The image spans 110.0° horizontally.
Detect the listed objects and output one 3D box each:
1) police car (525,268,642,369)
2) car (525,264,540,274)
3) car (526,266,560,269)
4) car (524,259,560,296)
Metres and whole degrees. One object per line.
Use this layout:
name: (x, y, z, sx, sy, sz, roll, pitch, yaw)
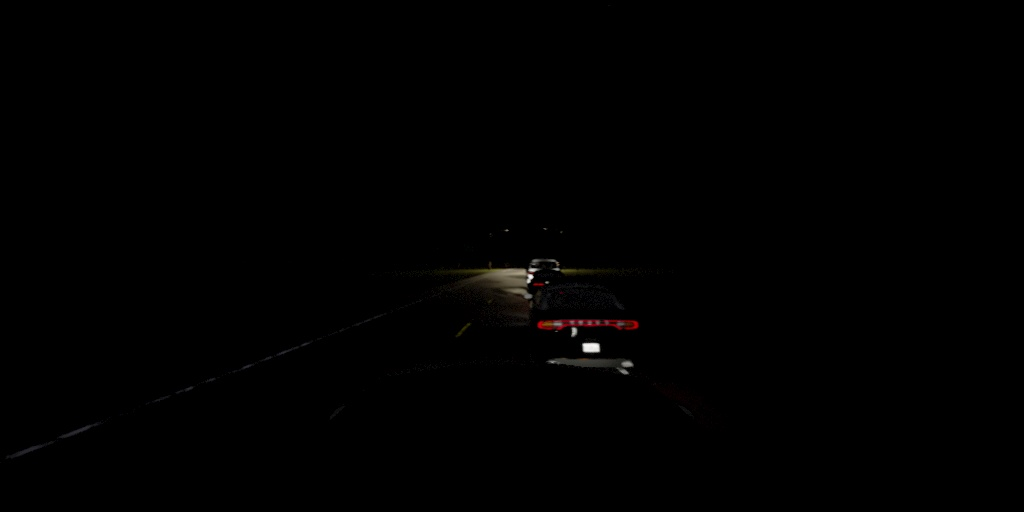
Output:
police car: (1.321, 1.238, 8.118, 1.930, 1.638, 5.238, 0, -1, 2)
car: (3.015, 1.828, 51.215, 1.994, 1.385, 4.181, -1, -1, 5)
car: (1.757, 1.426, 17.968, 1.837, 1.490, 4.892, -1, -1, 3)
car: (2.071, 1.208, 23.974, 2.150, 2.045, 5.566, -1, -1, 3)
